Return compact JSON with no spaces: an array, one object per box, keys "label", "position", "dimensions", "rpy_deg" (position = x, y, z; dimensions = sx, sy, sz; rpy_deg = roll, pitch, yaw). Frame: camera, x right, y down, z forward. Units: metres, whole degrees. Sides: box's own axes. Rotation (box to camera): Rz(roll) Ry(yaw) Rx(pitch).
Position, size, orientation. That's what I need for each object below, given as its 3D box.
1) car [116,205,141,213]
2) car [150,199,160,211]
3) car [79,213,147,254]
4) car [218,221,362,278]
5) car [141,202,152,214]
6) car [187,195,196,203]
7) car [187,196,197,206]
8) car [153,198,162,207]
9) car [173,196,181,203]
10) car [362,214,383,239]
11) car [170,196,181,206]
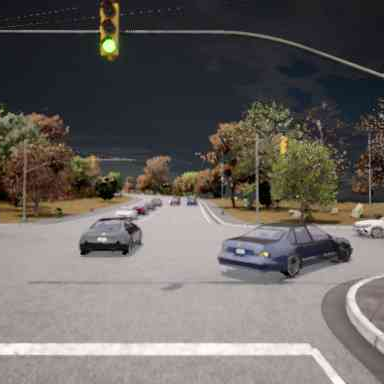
[{"label":"car","position":[-7.094,2.295,36.086],"dimensions":[1.812,1.442,4.674],"rpy_deg":[0,-1,0]},{"label":"car","position":[-7.020,2.308,54.857],"dimensions":[2.033,1.411,5.357],"rpy_deg":[0,1,1]},{"label":"car","position":[-3.396,1.811,14.574],"dimensions":[1.994,1.385,4.181],"rpy_deg":[0,-2,0]},{"label":"car","position":[3.199,1.693,10.692],"dimensions":[5.357,1.411,2.033],"rpy_deg":[1,-2,-42]},{"label":"car","position":[-7.074,2.439,45.110],"dimensions":[1.895,1.301,4.718],"rpy_deg":[0,0,0]},{"label":"car","position":[-0.070,1.553,77.813],"dimensions":[1.882,1.535,5.008],"rpy_deg":[0,1,-3]},{"label":"car","position":[0.021,1.829,67.638],"dimensions":[2.097,1.767,4.553],"rpy_deg":[0,1,0]},{"label":"car","position":[-6.979,1.892,65.014],"dimensions":[2.097,1.767,4.553],"rpy_deg":[0,1,0]},{"label":"car","position":[-3.593,1.733,78.085],"dimensions":[1.837,1.490,4.892],"rpy_deg":[0,1,-3]},{"label":"car","position":[11.836,1.899,19.431],"dimensions":[4.674,1.442,1.812],"rpy_deg":[0,-1,-1]},{"label":"car","position":[-3.479,1.992,68.112],"dimensions":[1.812,1.442,4.674],"rpy_deg":[0,1,0]}]
